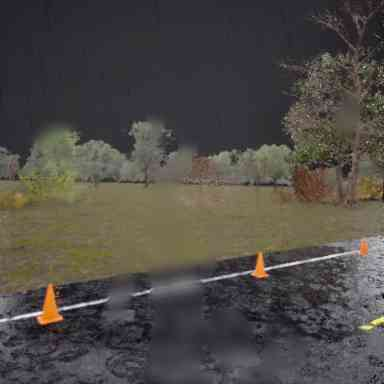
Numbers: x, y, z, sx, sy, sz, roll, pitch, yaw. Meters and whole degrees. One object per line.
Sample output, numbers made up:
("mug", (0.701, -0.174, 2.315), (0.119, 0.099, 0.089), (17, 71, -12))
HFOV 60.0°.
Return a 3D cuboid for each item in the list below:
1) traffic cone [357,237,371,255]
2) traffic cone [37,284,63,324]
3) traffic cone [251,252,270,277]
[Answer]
("traffic cone", (5.860, 1.813, 11.315), (0.340, 0.580, 0.340), (0, 1, -35))
("traffic cone", (-2.364, 1.829, 5.556), (0.340, 0.580, 0.340), (0, 1, -35))
("traffic cone", (1.739, 1.818, 8.448), (0.340, 0.580, 0.340), (0, 1, -35))
